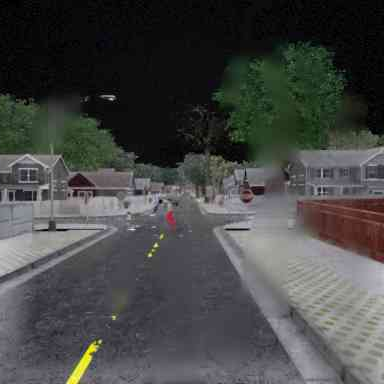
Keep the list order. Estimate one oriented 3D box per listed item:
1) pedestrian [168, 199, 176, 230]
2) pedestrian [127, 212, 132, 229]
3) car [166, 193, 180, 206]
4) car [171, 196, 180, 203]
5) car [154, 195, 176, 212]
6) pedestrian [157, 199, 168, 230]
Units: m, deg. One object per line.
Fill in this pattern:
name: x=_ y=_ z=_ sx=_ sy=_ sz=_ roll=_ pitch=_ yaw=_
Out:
pedestrian: x=-1.309 y=1.289 z=19.697 sx=0.375 sy=1.860 sz=0.375 roll=0 pitch=0 yaw=-1
pedestrian: x=-3.786 y=1.669 z=20.276 sx=0.500 sy=1.100 sz=0.500 roll=0 pitch=0 yaw=-1
car: x=-3.333 y=1.205 z=53.843 sx=2.150 sy=2.045 sz=5.566 roll=0 pitch=0 yaw=0
car: x=-3.385 y=1.496 z=68.830 sx=1.812 sy=1.442 sz=4.674 roll=0 pitch=0 yaw=0
car: x=-3.247 y=1.465 z=38.639 sx=1.882 sy=1.535 sz=5.008 roll=0 pitch=0 yaw=1
pedestrian: x=-1.739 y=1.289 z=19.087 sx=0.375 sy=1.860 sz=0.375 roll=0 pitch=0 yaw=-1
